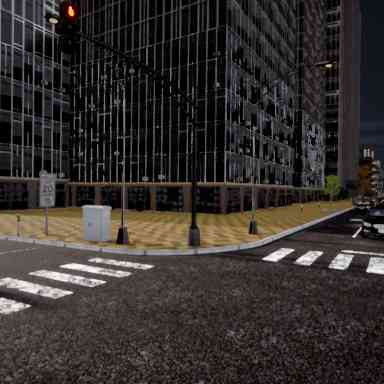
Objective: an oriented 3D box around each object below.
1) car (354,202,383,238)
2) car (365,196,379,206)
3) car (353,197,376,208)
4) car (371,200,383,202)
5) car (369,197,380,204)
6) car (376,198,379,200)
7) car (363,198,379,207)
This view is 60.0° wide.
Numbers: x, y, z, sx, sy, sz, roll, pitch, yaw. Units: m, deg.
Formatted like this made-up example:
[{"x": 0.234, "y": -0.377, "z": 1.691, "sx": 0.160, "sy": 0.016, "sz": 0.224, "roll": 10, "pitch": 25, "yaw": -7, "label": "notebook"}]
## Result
[{"x": 9.886, "y": 1.513, "z": 17.119, "sx": 2.128, "sy": 1.511, "sz": 4.902, "roll": 1, "pitch": 0, "yaw": 31, "label": "car"}, {"x": 31.254, "y": 1.542, "z": 57.610, "sx": 1.967, "sy": 1.590, "sz": 4.097, "roll": 1, "pitch": 0, "yaw": 31, "label": "car"}, {"x": 19.780, "y": 1.597, "z": 38.406, "sx": 2.008, "sy": 1.369, "sz": 4.403, "roll": 1, "pitch": 0, "yaw": 31, "label": "car"}, {"x": 14.863, "y": 1.571, "z": 25.360, "sx": 1.812, "sy": 1.442, "sz": 4.674, "roll": 1, "pitch": 0, "yaw": 31, "label": "car"}, {"x": 36.940, "y": 1.711, "z": 67.245, "sx": 1.802, "sy": 1.307, "sz": 4.206, "roll": 1, "pitch": 0, "yaw": 31, "label": "car"}, {"x": 20.319, "y": 1.551, "z": 34.316, "sx": 1.882, "sy": 1.535, "sz": 5.008, "roll": 1, "pitch": 0, "yaw": 31, "label": "car"}, {"x": 28.415, "y": 1.639, "z": 52.792, "sx": 2.008, "sy": 1.369, "sz": 4.403, "roll": 1, "pitch": 0, "yaw": 31, "label": "car"}]
